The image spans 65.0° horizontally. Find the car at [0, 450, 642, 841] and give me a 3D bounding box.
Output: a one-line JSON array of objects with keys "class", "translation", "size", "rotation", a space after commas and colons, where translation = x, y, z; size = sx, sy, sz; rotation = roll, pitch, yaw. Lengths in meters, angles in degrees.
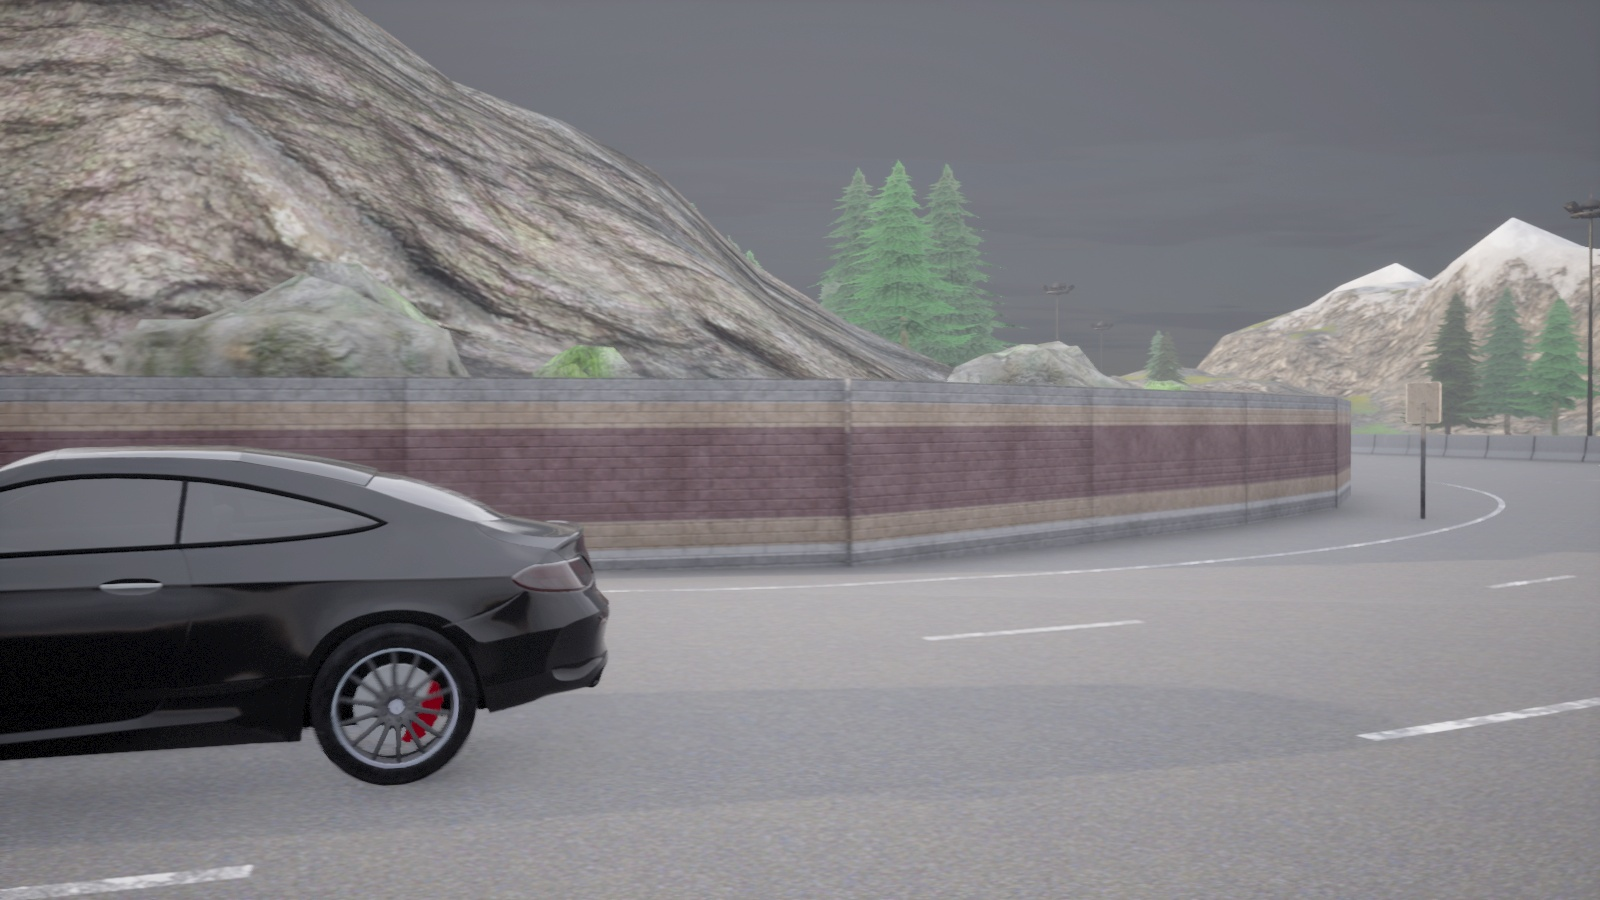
[{"class": "car", "translation": [-3.235, 0.776, 5.760], "size": [4.674, 1.442, 1.812], "rotation": [-1, 1, -20]}]
